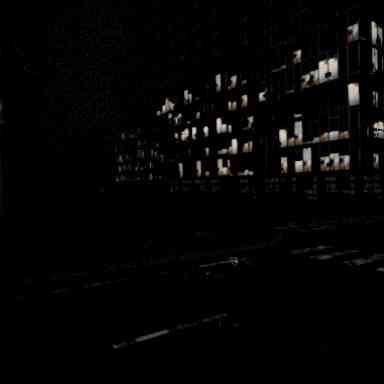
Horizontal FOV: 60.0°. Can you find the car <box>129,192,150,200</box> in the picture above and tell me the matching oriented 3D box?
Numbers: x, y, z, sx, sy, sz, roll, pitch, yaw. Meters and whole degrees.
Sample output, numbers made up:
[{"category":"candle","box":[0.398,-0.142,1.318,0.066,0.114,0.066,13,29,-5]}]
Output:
[{"category":"car","box":[-8.785,0.644,55.465,1.802,1.307,4.206,-1,1,-33]}]

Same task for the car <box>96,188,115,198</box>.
[{"category":"car","box":[-18.193,0.186,69.682,2.192,1.841,5.009,-1,1,-33]}]

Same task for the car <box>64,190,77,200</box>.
[{"category":"car","box":[-22.045,0.735,60.328,2.008,1.369,4.403,-1,1,-33]}]

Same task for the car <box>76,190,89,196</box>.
[{"category":"car","box":[-27.594,0.230,83.909,2.008,1.369,4.403,-1,1,-33]}]

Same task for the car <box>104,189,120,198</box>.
[{"category":"car","box":[-15.055,0.517,64.947,1.802,1.307,4.206,-1,1,-33]}]

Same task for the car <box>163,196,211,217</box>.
[{"category":"car","box":[-0.209,1.191,27.072,1.947,1.339,4.313,-1,1,-33]}]

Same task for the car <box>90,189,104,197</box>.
[{"category":"car","box":[-21.327,0.247,74.425,1.967,1.590,4.097,-1,1,-33]}]

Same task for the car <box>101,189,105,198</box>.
[{"category":"car","box":[-17.905,0.476,64.545,1.882,1.535,5.008,-2,2,-33]}]

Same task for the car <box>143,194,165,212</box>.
[{"category":"car","box":[-3.330,1.145,31.824,1.802,1.307,4.206,-1,1,-33]}]

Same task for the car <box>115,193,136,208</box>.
[{"category":"car","box":[-6.416,1.065,36.597,1.947,1.339,4.313,-1,1,-33]}]

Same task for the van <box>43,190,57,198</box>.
[{"category":"van","box":[-31.451,0.334,74.546,1.690,1.788,3.998,-1,1,-33]}]

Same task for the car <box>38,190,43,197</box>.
[{"category":"car","box":[-34.584,0.369,79.289,1.967,1.590,4.097,-1,1,-33]}]

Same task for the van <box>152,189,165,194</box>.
[{"category":"van","box":[-5.654,0.466,50.719,1.690,1.788,3.998,-1,1,-33]}]

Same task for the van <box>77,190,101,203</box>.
[{"category":"van","box":[-15.777,0.653,50.842,1.690,1.788,3.998,-1,1,-33]}]
